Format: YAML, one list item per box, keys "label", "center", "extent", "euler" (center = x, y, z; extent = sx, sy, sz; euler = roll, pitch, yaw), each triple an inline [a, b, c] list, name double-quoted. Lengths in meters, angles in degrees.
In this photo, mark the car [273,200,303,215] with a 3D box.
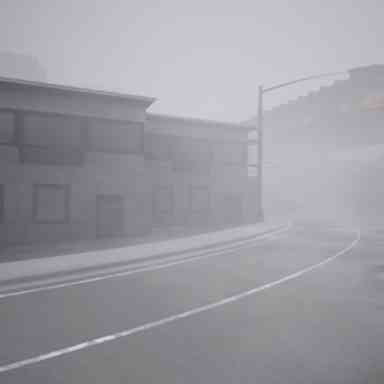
- label: "car"
  center: [13.907, 2.187, 48.508]
  extent: [2.150, 2.045, 5.566]
  euler: [1, -2, -15]
